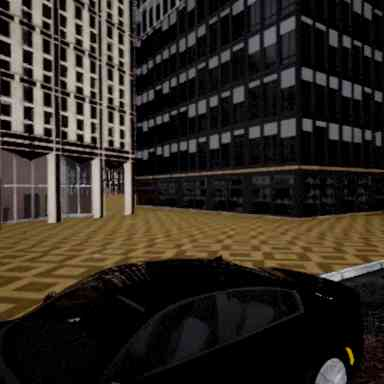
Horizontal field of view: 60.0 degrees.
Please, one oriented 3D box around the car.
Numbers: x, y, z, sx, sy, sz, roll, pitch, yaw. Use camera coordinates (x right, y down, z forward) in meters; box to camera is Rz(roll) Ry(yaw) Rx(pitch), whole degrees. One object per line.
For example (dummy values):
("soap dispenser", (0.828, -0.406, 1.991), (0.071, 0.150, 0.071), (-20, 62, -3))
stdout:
("car", (-0.388, 1.456, 3.107), (5.008, 1.535, 1.882), (0, 0, -35))
